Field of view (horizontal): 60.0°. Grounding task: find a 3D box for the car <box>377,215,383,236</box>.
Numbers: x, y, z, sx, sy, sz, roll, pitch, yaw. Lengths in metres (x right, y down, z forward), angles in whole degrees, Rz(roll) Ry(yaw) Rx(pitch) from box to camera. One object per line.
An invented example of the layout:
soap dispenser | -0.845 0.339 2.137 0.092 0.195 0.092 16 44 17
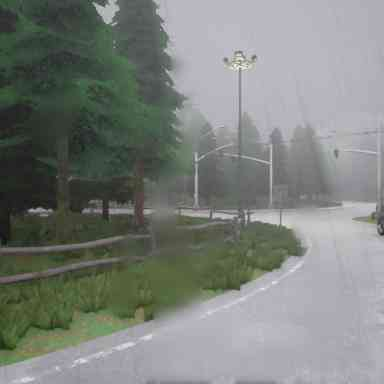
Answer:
car | 10.280 1.352 15.442 2.097 1.767 4.553 0 0 15
